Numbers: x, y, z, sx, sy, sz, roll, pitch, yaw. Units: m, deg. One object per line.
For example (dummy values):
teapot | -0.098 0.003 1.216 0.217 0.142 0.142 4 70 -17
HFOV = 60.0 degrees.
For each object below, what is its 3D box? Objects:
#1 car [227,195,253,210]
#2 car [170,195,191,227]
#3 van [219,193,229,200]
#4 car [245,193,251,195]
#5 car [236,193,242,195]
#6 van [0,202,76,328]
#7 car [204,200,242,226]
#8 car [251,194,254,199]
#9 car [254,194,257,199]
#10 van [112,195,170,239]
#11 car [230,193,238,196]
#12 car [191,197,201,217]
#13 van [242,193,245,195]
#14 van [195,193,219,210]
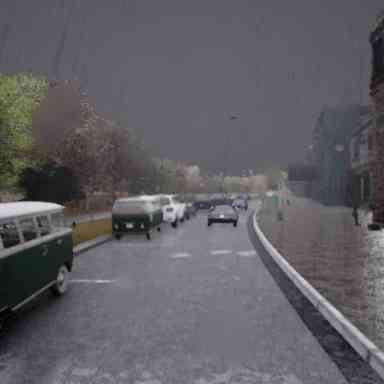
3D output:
car | 5.956 1.481 40.926 2.033 1.411 5.357 0 0 14
car | -1.835 1.196 22.486 2.435 2.045 5.566 -1 1 7
van | 4.019 1.200 48.594 1.878 1.987 4.442 -1 1 13
car | 11.615 1.437 76.250 2.002 1.452 4.674 -1 0 16
car | 7.203 1.405 60.189 2.231 1.521 4.892 -1 1 14
van | -3.551 1.227 5.891 1.878 1.987 4.442 -2 1 1
car | 2.230 1.518 23.178 1.994 1.385 4.181 0 0 9
car | 13.399 1.149 82.754 2.435 2.045 5.566 -1 0 16
car | 16.020 1.358 92.285 2.097 1.535 5.008 0 0 18
van | -2.600 1.218 17.036 1.878 1.987 4.442 -1 1 5
car | 5.743 1.444 54.875 2.163 1.488 4.792 -1 1 14
car | -0.865 1.488 27.963 2.002 1.452 4.674 -1 1 10
van | 8.713 1.191 65.670 1.878 1.987 4.442 0 0 18
van | 1.531 1.213 38.958 1.878 1.987 4.442 -1 1 13
